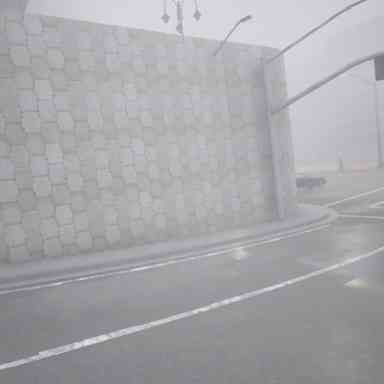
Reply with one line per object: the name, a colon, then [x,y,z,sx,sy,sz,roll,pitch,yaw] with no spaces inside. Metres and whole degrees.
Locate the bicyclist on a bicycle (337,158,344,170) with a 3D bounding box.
bicyclist on a bicycle: [20.050,-3.826,44.882,1.656,1.620,0.582,-11,6,-35]

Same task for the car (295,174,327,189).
car: [10.002,-1.018,30.959,1.895,1.301,4.718,-11,6,-35]
